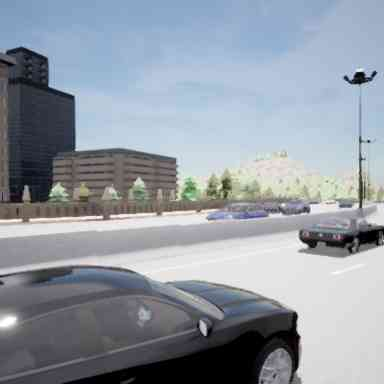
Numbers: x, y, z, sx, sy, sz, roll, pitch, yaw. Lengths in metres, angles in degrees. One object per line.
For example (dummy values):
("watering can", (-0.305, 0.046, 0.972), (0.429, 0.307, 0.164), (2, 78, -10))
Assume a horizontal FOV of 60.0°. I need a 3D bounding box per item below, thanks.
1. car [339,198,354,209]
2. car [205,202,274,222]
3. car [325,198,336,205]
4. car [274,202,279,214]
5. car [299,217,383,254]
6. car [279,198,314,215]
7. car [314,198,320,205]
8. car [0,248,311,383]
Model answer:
("car", (24.518, 1.941, 52.914), (1.994, 1.385, 4.181), (0, 0, 27))
("car", (2.810, 1.482, 20.556), (2.097, 1.767, 4.553), (0, -1, 45))
("car", (29.958, 2.055, 71.754), (1.812, 1.442, 4.674), (0, -1, 26))
("car", (9.625, 1.859, 40.078), (1.994, 1.385, 4.181), (0, -1, 32))
("car", (6.485, 1.685, 14.038), (4.718, 1.301, 1.895), (0, -1, -44))
("car", (11.597, 1.612, 36.721), (2.097, 1.767, 4.553), (0, -1, 33))
("car", (27.523, 2.042, 74.730), (1.882, 1.535, 5.008), (0, -1, 26))
("car", (-0.974, 1.496, 3.250), (5.008, 1.535, 1.882), (0, 0, -36))
